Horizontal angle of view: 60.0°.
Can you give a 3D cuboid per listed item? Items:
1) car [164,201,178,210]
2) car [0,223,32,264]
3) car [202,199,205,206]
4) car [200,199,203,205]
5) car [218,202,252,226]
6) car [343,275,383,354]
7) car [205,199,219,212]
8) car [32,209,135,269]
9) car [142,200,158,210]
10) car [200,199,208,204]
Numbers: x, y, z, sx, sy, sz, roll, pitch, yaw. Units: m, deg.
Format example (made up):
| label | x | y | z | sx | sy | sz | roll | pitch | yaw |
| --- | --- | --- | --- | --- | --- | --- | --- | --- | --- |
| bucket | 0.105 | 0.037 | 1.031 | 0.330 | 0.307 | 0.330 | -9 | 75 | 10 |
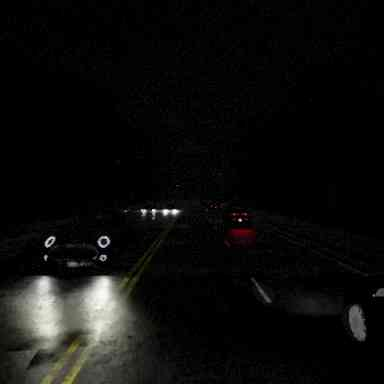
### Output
| label | x | y | z | sx | sy | sz | roll | pitch | yaw |
| --- | --- | --- | --- | --- | --- | --- | --- | --- | --- |
| car | -3.329 | 2.116 | 52.816 | 1.895 | 1.301 | 4.718 | 0 | -1 | 0 |
| car | -6.601 | 1.696 | 10.403 | 1.895 | 1.301 | 4.718 | 0 | -1 | 0 |
| car | 3.243 | 2.095 | 57.626 | 1.812 | 1.442 | 4.674 | 0 | -1 | 0 |
| car | 3.242 | 2.261 | 68.626 | 1.994 | 1.385 | 4.181 | 0 | -1 | 0 |
| car | 3.348 | 1.744 | 25.515 | 1.837 | 1.490 | 4.892 | 0 | -1 | 0 |
| car | 3.350 | 1.537 | 3.446 | 1.837 | 1.490 | 4.892 | 0 | -1 | 0 |
| car | 3.245 | 1.997 | 46.626 | 2.033 | 1.411 | 5.357 | 0 | -1 | 0 |
| car | -3.350 | 1.458 | 11.568 | 2.097 | 1.767 | 4.553 | 0 | -1 | 0 |
| car | -6.582 | 2.035 | 52.301 | 1.812 | 1.442 | 4.674 | 0 | -1 | 0 |
| car | 3.239 | 2.533 | 90.626 | 1.994 | 1.385 | 4.181 | 0 | -1 | 0 |
